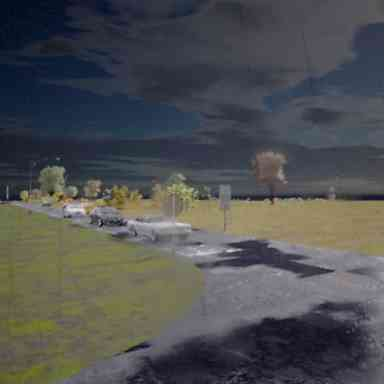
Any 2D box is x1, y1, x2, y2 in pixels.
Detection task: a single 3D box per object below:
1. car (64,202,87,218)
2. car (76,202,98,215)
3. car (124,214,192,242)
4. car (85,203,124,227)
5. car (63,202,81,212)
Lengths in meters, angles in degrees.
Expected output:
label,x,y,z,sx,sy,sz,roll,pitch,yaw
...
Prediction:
label,x,y,z,sx,sy,sz,roll,pitch,yaw
car,-13.347,2.152,37.891,1.812,1.442,4.674,0,-1,-30
car,-14.360,2.218,45.324,1.882,1.535,5.008,0,-1,-30
car,-1.880,1.879,18.273,1.895,1.301,4.718,0,-1,-30
car,-6.970,1.937,26.976,1.837,1.490,4.892,0,-1,-30
car,-19.426,2.377,53.879,1.882,1.535,5.008,0,-1,-30
